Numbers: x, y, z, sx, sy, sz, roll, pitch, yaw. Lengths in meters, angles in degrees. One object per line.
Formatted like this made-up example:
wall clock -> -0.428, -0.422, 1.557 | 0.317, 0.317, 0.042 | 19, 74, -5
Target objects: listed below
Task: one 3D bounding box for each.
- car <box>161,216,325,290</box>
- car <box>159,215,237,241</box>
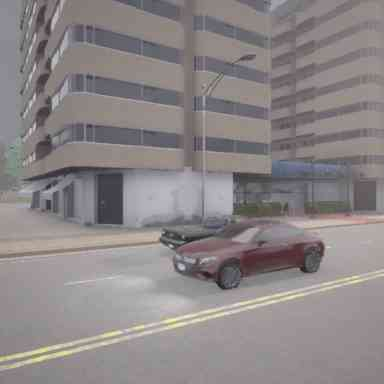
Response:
car -> 1.726, 1.526, 9.179 | 4.674, 1.442, 1.812 | 0, 0, -32
car -> 1.139, 1.601, 12.946 | 4.718, 1.301, 1.895 | 0, 0, -32
